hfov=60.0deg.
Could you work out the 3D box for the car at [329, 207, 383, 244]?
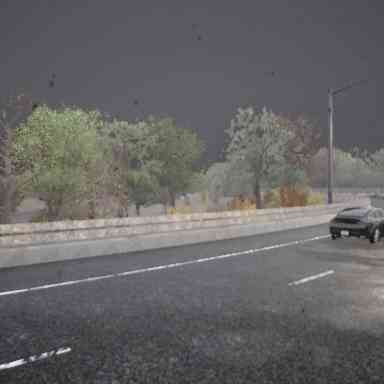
[{"bbox_3d":[8.137,1.458,15.618,4.892,1.490,1.837,0,0,-44],"label":"car"}]
